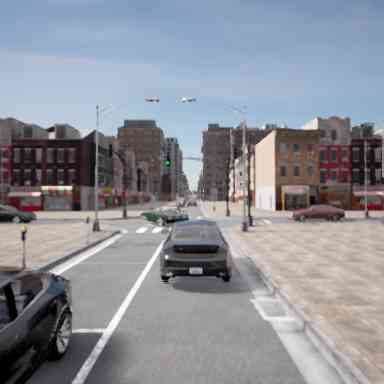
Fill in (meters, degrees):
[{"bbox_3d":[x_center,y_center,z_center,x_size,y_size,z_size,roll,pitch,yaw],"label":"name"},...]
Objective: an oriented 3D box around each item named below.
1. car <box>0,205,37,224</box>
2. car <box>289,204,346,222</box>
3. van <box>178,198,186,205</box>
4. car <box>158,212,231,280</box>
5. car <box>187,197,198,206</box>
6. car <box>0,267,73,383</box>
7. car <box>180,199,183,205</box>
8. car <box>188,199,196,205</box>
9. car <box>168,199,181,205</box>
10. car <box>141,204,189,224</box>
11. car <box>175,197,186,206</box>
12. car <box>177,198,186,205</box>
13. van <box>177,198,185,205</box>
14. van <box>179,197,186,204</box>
[{"bbox_3d":[-14.743,1.787,26.056,4.892,1.490,1.837,0,-1,0],"label":"car"},{"bbox_3d":[10.861,1.810,28.949,4.674,1.442,1.812,0,-1,0],"label":"car"},{"bbox_3d":[-2.568,2.343,85.985,1.690,1.788,3.998,0,-1,0],"label":"van"},{"bbox_3d":[0.099,1.608,10.210,1.837,1.490,4.892,0,0,0],"label":"car"},{"bbox_3d":[0.059,2.362,71.247,1.994,1.385,4.181,0,-1,0],"label":"car"},{"bbox_3d":[-2.629,1.599,3.375,1.947,1.339,4.313,0,-1,0],"label":"car"},{"bbox_3d":[-2.598,2.047,46.747,1.887,1.381,4.507,0,-1,0],"label":"car"},{"bbox_3d":[0.061,2.413,80.947,1.882,1.535,5.008,0,-1,0],"label":"car"},{"bbox_3d":[-2.602,1.960,40.973,1.752,1.417,4.829,0,-1,0],"label":"car"},{"bbox_3d":[-2.241,1.858,25.417,1.895,1.301,4.718,0,-1,-32],"label":"car"},{"bbox_3d":[-2.576,2.169,74.775,2.192,1.841,5.009,0,-1,0],"label":"car"},{"bbox_3d":[-2.585,2.149,63.563,1.967,1.590,4.097,0,-1,0],"label":"car"},{"bbox_3d":[-2.572,2.269,80.380,1.690,1.788,3.998,0,-1,0],"label":"van"},{"bbox_3d":[-2.564,2.419,91.590,1.690,1.788,3.998,0,-1,0],"label":"van"}]
